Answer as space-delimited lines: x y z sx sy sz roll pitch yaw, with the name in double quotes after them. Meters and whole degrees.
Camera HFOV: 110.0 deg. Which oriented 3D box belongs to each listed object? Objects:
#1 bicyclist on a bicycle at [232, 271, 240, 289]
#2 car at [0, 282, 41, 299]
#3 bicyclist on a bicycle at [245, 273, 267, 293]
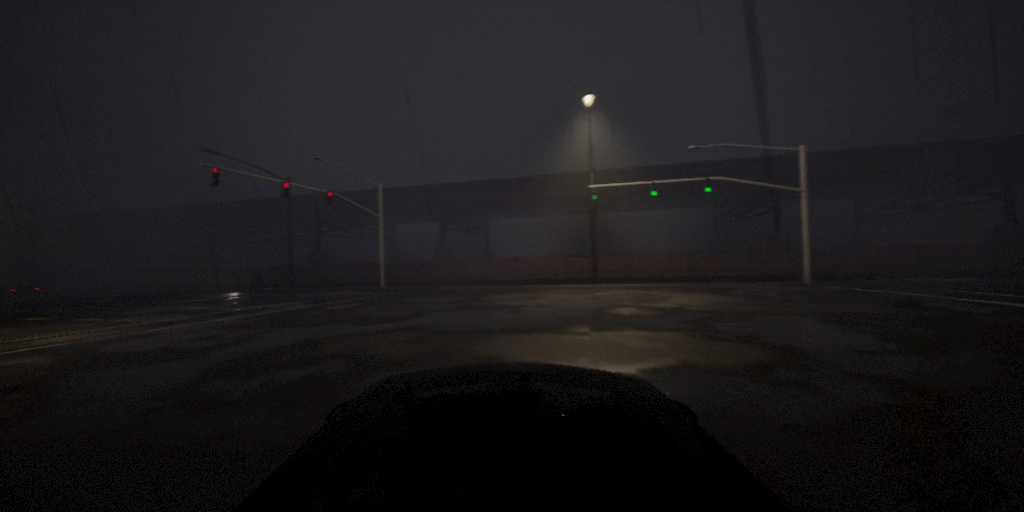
-24.592 2.148 31.971 0.582 1.620 1.656 -1 0 -20 "bicyclist on a bicycle"
-43.430 2.946 30.858 5.357 1.411 2.033 -2 -1 15 "car"
-20.630 2.148 28.902 0.582 1.620 1.656 -2 0 27 "bicyclist on a bicycle"
